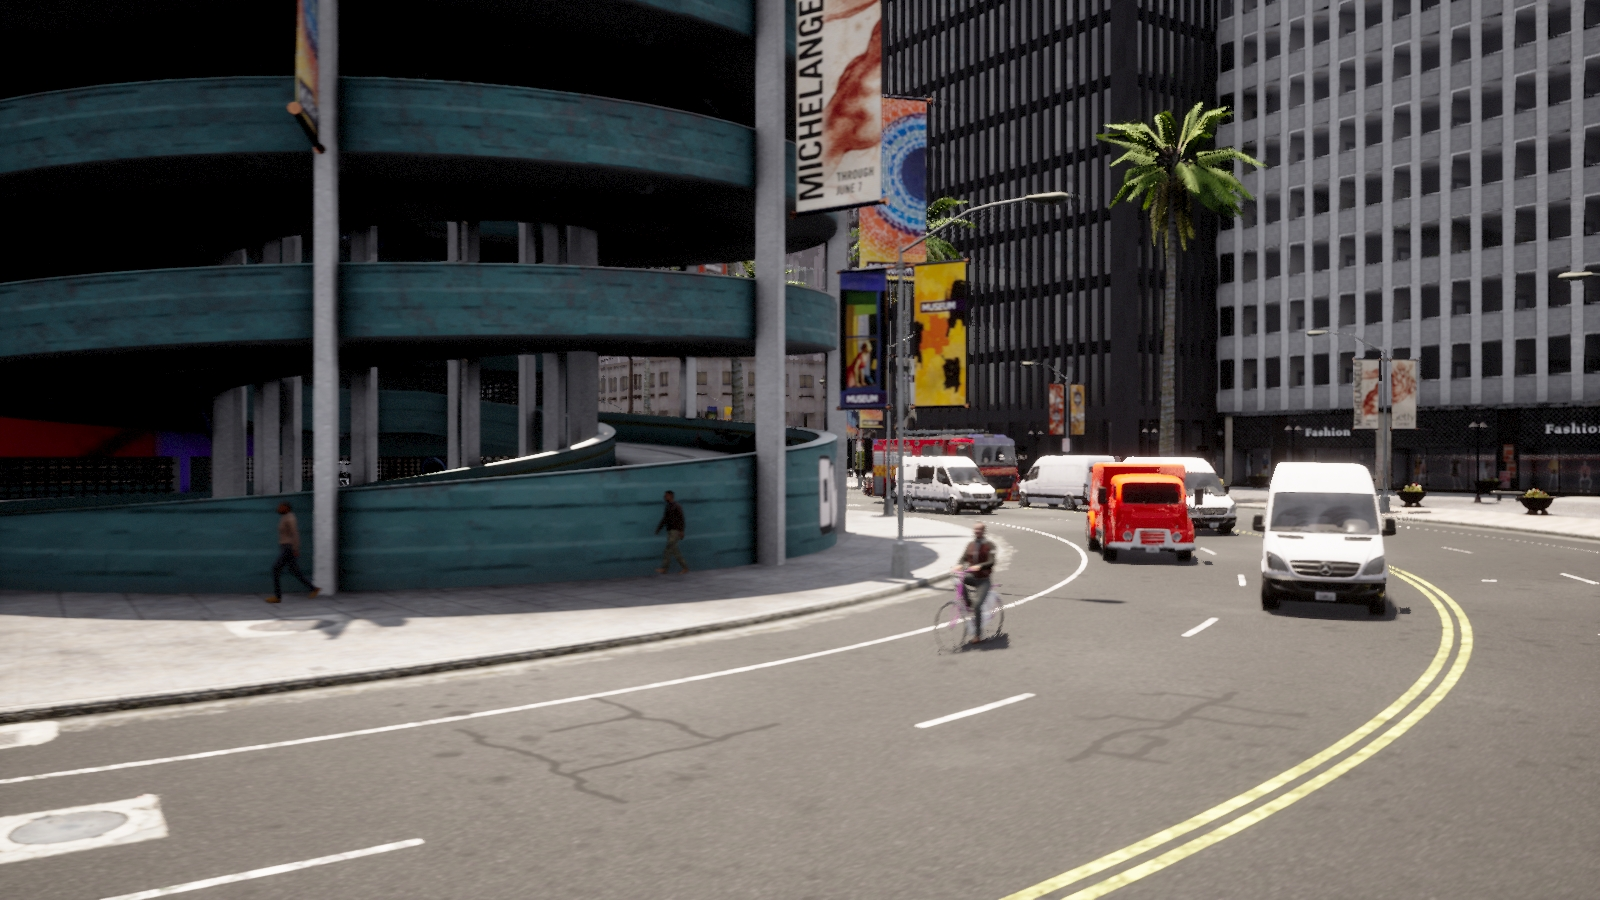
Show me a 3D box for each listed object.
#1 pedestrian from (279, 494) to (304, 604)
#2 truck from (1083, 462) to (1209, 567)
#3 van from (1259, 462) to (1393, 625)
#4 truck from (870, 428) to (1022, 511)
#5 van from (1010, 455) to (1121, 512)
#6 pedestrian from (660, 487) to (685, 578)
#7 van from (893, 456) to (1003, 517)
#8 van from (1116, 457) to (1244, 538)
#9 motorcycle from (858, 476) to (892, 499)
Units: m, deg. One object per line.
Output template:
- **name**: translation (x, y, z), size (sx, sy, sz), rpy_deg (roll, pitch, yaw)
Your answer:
- **pedestrian**: translation (-8.789, 1.702, 19.745), size (0.375, 1.860, 0.375), rpy_deg (0, 0, -29)
- **truck**: translation (9.019, 1.572, 30.282), size (2.627, 2.467, 5.204), rpy_deg (0, 0, 10)
- **van**: translation (9.805, 1.538, 21.569), size (1.988, 2.561, 5.915), rpy_deg (0, 0, 23)
- **truck**: translation (7.168, 0.902, 57.499), size (2.891, 3.827, 8.468), rpy_deg (0, 0, -32)
- **van**: translation (12.572, 1.544, 54.640), size (1.988, 2.561, 5.915), rpy_deg (1, 0, -24)
- **pedestrian**: translation (-2.661, 1.702, 23.805), size (0.375, 1.860, 0.375), rpy_deg (0, 0, -35)
- **van**: translation (6.541, 1.544, 51.289), size (1.988, 2.561, 5.915), rpy_deg (0, 0, -26)
- **van**: translation (13.038, 1.541, 39.697), size (1.988, 2.561, 5.915), rpy_deg (0, 0, -6)
- **motorcycle**: translation (4.460, 2.219, 68.050), size (0.867, 1.251, 2.209), rpy_deg (0, 0, -34)
